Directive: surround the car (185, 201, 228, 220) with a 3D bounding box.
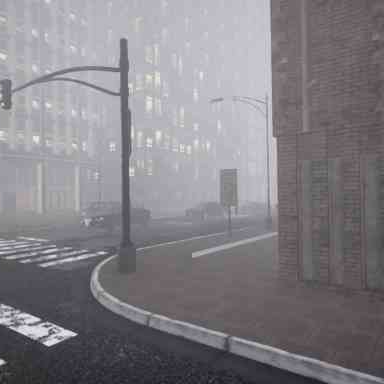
[{"bbox_3d":[1.319,1.563,29.206,1.882,1.535,5.008,-1,-1,36],"label":"car"}]

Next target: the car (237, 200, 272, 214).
[{"bbox_3d":[7.273,1.707,37.494,1.895,1.301,4.718,-1,-1,36],"label":"car"}]

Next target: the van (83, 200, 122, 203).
[{"bbox_3d":[-5.985,1.460,23.474,1.690,1.788,3.998,-2,-1,36],"label":"van"}]

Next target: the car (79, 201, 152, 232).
[{"bbox_3d":[-4.609,1.557,20.959,2.128,1.511,4.902,-1,-1,34],"label":"car"}]
